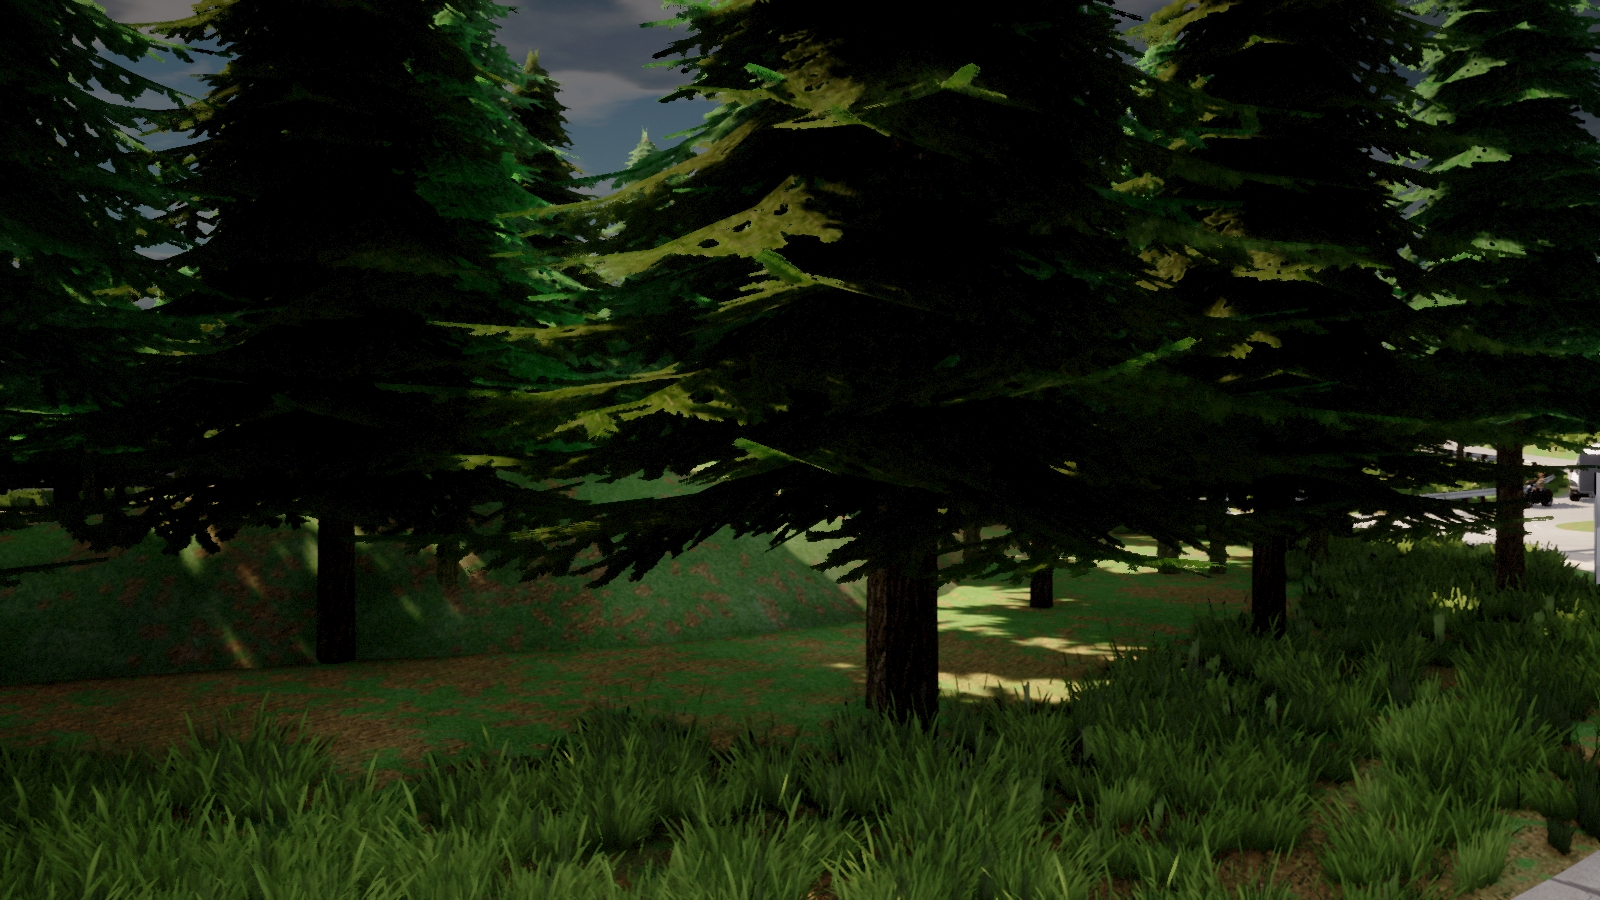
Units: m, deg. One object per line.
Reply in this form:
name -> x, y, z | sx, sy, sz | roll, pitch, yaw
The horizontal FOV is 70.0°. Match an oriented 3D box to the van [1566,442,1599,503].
van -> 38.693, 1.024, 54.980 | 1.988, 2.561, 5.915 | 0, 3, 44
